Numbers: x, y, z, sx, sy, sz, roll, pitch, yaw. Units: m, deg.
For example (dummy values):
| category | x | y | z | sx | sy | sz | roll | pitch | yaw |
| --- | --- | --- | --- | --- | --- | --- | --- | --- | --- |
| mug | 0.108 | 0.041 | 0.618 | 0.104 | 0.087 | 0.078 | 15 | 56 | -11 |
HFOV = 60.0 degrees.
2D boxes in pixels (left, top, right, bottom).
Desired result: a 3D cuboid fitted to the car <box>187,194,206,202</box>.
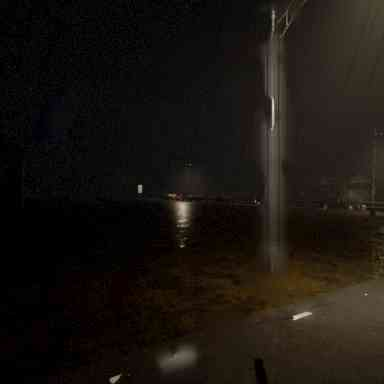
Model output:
| category | x | y | z | sx | sy | sz | roll | pitch | yaw |
| --- | --- | --- | --- | --- | --- | --- | --- | --- | --- |
| car | 1.267 | 1.136 | 63.697 | 2.033 | 1.411 | 5.357 | 2 | -1 | -35 |

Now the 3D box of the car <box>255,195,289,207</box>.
| category | x | y | z | sx | sy | sz | roll | pitch | yaw |
| --- | --- | --- | --- | --- | --- | --- | --- | --- | --- |
| car | 10.547 | 1.177 | 44.238 | 1.837 | 1.490 | 4.892 | 2 | 0 | -35 |

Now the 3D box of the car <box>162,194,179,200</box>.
| category | x | y | z | sx | sy | sz | roll | pitch | yaw |
| --- | --- | --- | --- | --- | --- | --- | --- | --- | --- |
| car | -4.727 | 1.122 | 72.068 | 1.895 | 1.301 | 4.718 | 2 | -1 | -35 |

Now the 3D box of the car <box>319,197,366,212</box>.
| category | x | y | z | sx | sy | sz | roll | pitch | yaw |
| --- | --- | --- | --- | --- | --- | --- | --- | --- | --- |
| car | 16.303 | 1.292 | 36.124 | 1.837 | 1.490 | 4.892 | 2 | 0 | -35 |

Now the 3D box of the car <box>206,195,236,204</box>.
| category | x | y | z | sx | sy | sz | roll | pitch | yaw |
| --- | --- | --- | --- | --- | --- | --- | --- | --- | --- |
| car | 4.776 | 1.174 | 52.381 | 1.895 | 1.301 | 4.718 | 2 | -1 | -35 |
